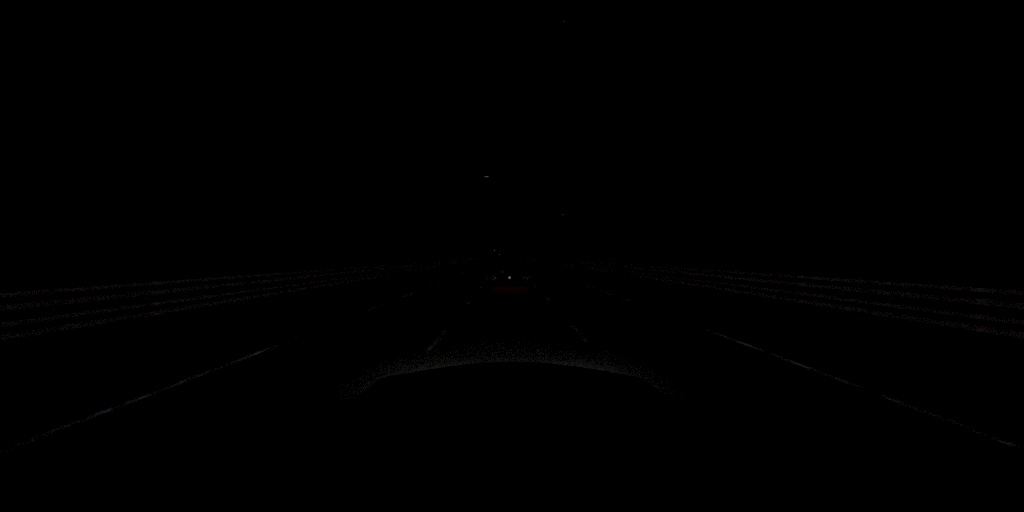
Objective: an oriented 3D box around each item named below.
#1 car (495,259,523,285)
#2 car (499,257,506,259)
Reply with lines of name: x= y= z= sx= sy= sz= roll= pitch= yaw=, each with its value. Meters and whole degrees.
car: x=-0.203 y=1.240 z=26.332 sx=2.128 sy=1.511 sz=4.902 roll=0 pitch=0 yaw=-1
car: x=-1.606 y=1.104 z=59.329 sx=2.097 sy=1.767 sz=4.553 roll=0 pitch=0 yaw=-3
